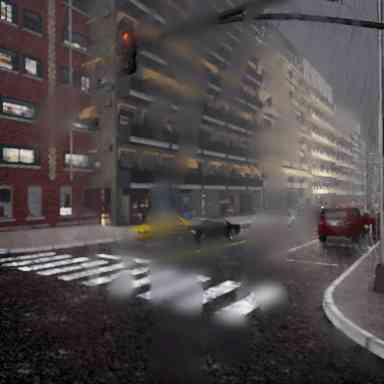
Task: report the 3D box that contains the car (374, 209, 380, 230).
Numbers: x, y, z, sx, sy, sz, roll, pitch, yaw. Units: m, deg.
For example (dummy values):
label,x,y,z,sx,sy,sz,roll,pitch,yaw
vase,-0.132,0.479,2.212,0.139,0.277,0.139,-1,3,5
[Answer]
label,x,y,z,sx,sy,sz,roll,pitch,yaw
car,11.796,2.078,23.430,1.887,1.381,4.507,-2,-2,35

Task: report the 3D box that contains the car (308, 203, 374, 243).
label,x,y,z,sx,sy,sz,roll,pitch,yaw
car,8.544,1.746,18.799,2.192,1.841,5.009,-2,-2,35

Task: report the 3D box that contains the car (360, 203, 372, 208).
label,x,y,z,sx,sy,sz,roll,pitch,yaw
car,43.911,3.396,83.837,1.947,1.339,4.313,-2,-2,35

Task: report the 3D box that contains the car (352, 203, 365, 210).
label,x,y,z,sx,sy,sz,roll,pitch,yaw
car,37.412,3.181,74.558,1.887,1.381,4.507,-2,-2,35

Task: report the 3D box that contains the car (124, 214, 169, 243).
label,x,y,z,sx,sy,sz,roll,pitch,yaw
car,-1.673,1.949,18.750,1.752,1.417,4.829,-2,-2,35

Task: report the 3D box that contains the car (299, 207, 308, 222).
label,x,y,z,sx,sy,sz,roll,pitch,yaw
car,12.428,2.260,34.324,2.128,1.511,4.902,-1,-2,35

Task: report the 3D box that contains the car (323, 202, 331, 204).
label,x,y,z,sx,sy,sz,roll,pitch,yaw
car,17.820,2.561,46.584,1.752,1.417,4.829,-2,-2,35

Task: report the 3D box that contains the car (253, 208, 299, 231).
label,x,y,z,sx,sy,sz,roll,pitch,yaw
car,6.453,2.183,25.812,1.895,1.301,4.718,-1,-2,35

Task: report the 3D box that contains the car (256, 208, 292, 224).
label,x,y,z,sx,sy,sz,roll,pitch,yaw
car,8.172,2.279,32.806,1.887,1.381,4.507,-2,-2,35

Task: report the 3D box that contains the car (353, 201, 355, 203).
label,x,y,z,sx,sy,sz,roll,pitch,yaw
car,30.910,2.755,65.286,2.192,1.841,5.009,-2,-2,35

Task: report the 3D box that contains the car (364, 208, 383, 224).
label,x,y,z,sx,sy,sz,roll,pitch,yaw
car,18.294,2.319,32.707,1.802,1.307,4.206,-2,-2,35

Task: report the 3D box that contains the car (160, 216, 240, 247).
label,x,y,z,sx,sy,sz,roll,pitch,yaw
car,0.706,2.001,17.606,1.895,1.301,4.718,-1,-2,35

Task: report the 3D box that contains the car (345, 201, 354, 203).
label,x,y,z,sx,sy,sz,roll,pitch,yaw
car,27.665,2.885,60.641,1.887,1.381,4.507,-2,-2,35
